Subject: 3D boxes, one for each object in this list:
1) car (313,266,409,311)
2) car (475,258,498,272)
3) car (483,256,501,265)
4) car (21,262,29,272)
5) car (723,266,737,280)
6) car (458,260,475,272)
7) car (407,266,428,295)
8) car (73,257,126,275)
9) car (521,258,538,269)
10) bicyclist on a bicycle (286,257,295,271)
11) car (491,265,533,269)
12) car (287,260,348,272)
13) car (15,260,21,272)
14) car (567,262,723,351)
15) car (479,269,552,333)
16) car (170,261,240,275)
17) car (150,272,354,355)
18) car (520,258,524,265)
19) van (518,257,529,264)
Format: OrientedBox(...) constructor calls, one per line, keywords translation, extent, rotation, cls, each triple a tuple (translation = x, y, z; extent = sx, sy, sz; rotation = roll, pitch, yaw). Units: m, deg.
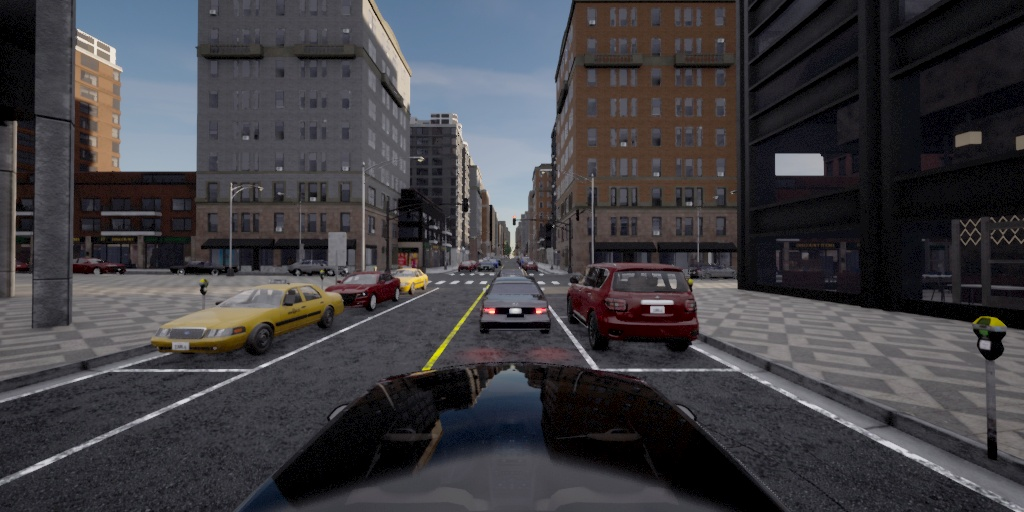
OrientedBox(translation=(-5.902, 1.297, 14.553), extent=(1.888, 1.381, 4.507), rotation=(0, 0, 0), cls="car")
OrientedBox(translation=(-3.263, 1.323, 46.528), extent=(1.994, 1.385, 4.181), rotation=(0, 0, -1), cls="car")
OrientedBox(translation=(-3.285, 1.241, 58.425), extent=(1.882, 1.535, 5.008), rotation=(0, 0, 0), cls="car")
OrientedBox(translation=(-49.717, 0.897, 34.610), extent=(4.181, 1.385, 1.994), rotation=(1, -1, -1), cls="car")
OrientedBox(translation=(17.888, 1.468, 31.260), extent=(4.181, 1.385, 1.994), rotation=(0, -1, 0), cls="car")
OrientedBox(translation=(-6.016, 1.304, 47.197), extent=(1.888, 1.381, 4.507), rotation=(0, 0, 0), cls="car")
OrientedBox(translation=(-5.921, 1.279, 20.007), extent=(1.751, 1.417, 4.829), rotation=(0, 0, 0), cls="car")
OrientedBox(translation=(-36.856, 0.896, 31.382), extent=(5.008, 1.535, 1.882), rotation=(1, -1, 0), cls="car")
OrientedBox(translation=(2.510, 1.341, 47.218), extent=(1.802, 1.307, 4.207), rotation=(0, 0, 0), cls="car")
OrientedBox(translation=(-23.138, 0.908, 37.578), extent=(0.582, 1.620, 1.656), rotation=(0, 0, 0), cls="bicyclist on a bicycle")
OrientedBox(translation=(0.005, 1.354, 20.406), extent=(1.895, 1.301, 4.718), rotation=(0, 0, 0), cls="car")
OrientedBox(translation=(-16.864, 1.091, 31.321), extent=(4.902, 1.511, 2.128), rotation=(1, -1, 0), cls="car")
OrientedBox(translation=(-46.965, 0.830, 31.441), extent=(4.892, 1.490, 1.837), rotation=(1, -1, 1), cls="car")
OrientedBox(translation=(2.644, 1.066, 8.949), extent=(2.192, 1.841, 5.009), rotation=(0, 0, 0), cls="car")
OrientedBox(translation=(0.060, 1.299, 10.679), extent=(2.033, 1.411, 5.357), rotation=(0, 0, 0), cls="car")
OrientedBox(translation=(-26.761, 1.111, 31.346), extent=(4.718, 1.301, 1.895), rotation=(1, -1, 0), cls="car")
OrientedBox(translation=(-5.881, 1.276, 8.758), extent=(1.751, 1.417, 4.829), rotation=(0, 0, 0), cls="car")
OrientedBox(translation=(2.490, 1.343, 52.891), extent=(1.802, 1.307, 4.207), rotation=(0, 0, 0), cls="car")
OrientedBox(translation=(2.450, 1.106, 64.238), extent=(1.690, 1.789, 3.998), rotation=(0, 0, 0), cls="van")
